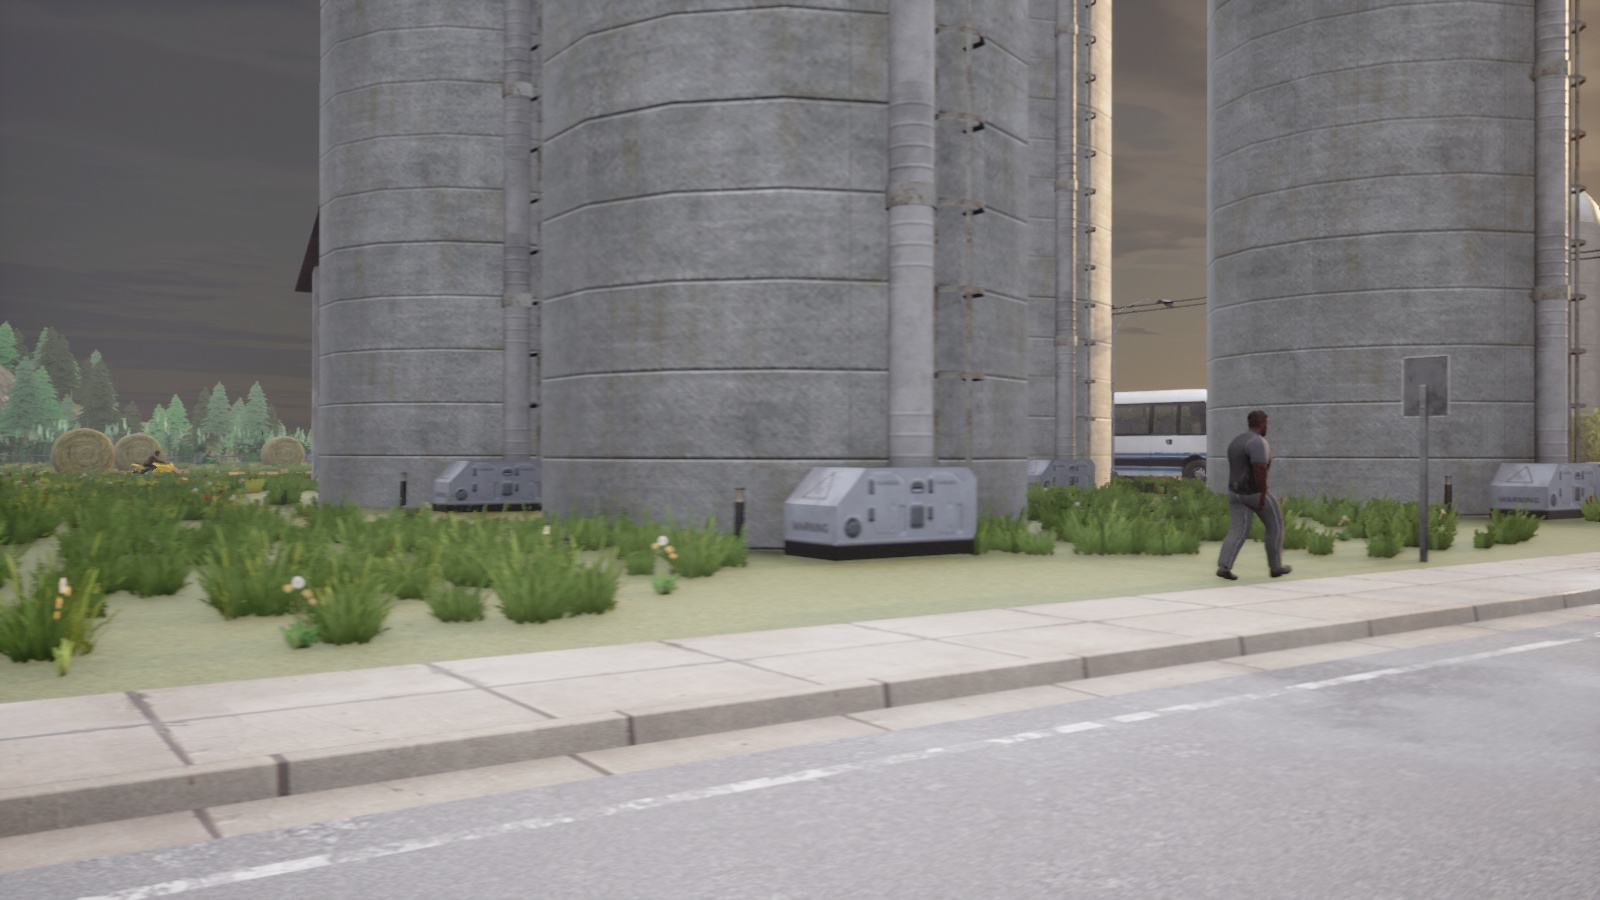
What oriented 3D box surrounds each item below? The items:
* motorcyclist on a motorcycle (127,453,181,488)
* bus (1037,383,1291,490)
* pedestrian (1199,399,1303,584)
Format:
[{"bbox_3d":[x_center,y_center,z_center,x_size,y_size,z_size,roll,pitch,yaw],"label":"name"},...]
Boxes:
[{"bbox_3d":[-28.792,0.898,56.010,2.044,1.523,0.797,0,0,-35],"label":"motorcyclist on a motorcycle"},{"bbox_3d":[15.648,-0.530,54.957,3.944,4.253,10.273,-1,0,-38],"label":"bus"},{"bbox_3d":[4.715,0.421,13.142,0.849,1.883,0.563,0,0,-18],"label":"pedestrian"}]
